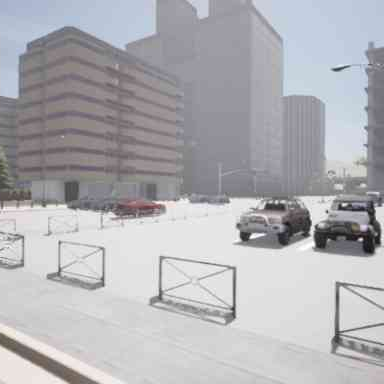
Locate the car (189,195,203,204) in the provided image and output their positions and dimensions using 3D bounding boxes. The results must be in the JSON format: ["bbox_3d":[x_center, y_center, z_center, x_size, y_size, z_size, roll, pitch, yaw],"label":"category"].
[{"bbox_3d":[1.428,1.195,55.108,2.128,1.511,4.902,1,0,34],"label":"car"}]

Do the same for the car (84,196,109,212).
[{"bbox_3d":[-8.298,1.248,34.524,1.837,1.490,4.892,1,0,34],"label":"car"}]

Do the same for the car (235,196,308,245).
[{"bbox_3d":[3.704,1.101,14.466,1.932,1.855,4.605,1,0,34],"label":"car"}]

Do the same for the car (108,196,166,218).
[{"bbox_3d":[-4.201,1.291,27.775,1.882,1.535,5.008,1,0,34],"label":"car"}]

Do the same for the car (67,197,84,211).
[{"bbox_3d":[-11.244,1.215,36.415,1.837,1.490,4.892,1,0,34],"label":"car"}]

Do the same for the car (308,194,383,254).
[{"bbox_3d":[6.070,1.131,12.798,1.905,1.878,3.866,1,0,34],"label":"car"}]

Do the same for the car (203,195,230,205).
[{"bbox_3d":[4.329,1.228,53.149,2.128,1.511,4.902,1,0,34],"label":"car"}]
